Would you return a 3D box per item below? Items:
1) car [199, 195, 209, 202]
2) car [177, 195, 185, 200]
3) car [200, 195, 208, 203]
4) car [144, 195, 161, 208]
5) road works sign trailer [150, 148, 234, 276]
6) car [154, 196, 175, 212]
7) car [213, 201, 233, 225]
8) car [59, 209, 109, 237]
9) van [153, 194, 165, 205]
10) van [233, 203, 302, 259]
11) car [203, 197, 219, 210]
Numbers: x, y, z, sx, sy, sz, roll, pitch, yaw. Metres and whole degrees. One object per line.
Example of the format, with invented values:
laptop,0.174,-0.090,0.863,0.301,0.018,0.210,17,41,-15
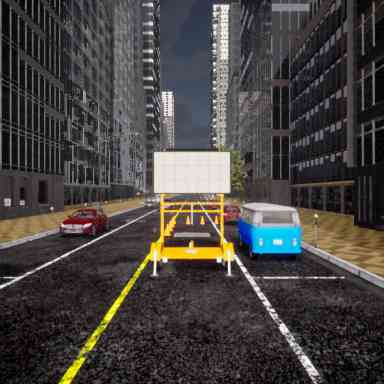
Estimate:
car,2.716,1.384,74.904,1.967,1.590,4.097,0,0,0
car,-2.971,1.462,89.961,2.033,1.411,5.357,0,0,0
car,2.708,1.532,52.134,2.008,1.369,4.403,0,0,0
car,-5.675,1.538,46.448,2.008,1.369,4.403,0,0,0
road works sign trailer,0.003,0.462,10.307,2.380,3.560,2.880,0,0,0
car,-3.088,1.516,39.684,1.812,1.442,4.674,0,0,0
car,2.698,1.576,23.671,1.802,1.307,4.206,0,0,0
car,-5.685,1.578,17.985,1.802,1.307,4.206,0,0,0
van,-5.670,1.316,57.833,1.690,1.788,3.998,0,0,0
van,2.694,1.338,12.287,1.690,1.788,3.998,0,0,0
car,2.704,1.572,40.749,1.802,1.307,4.206,0,0,0
